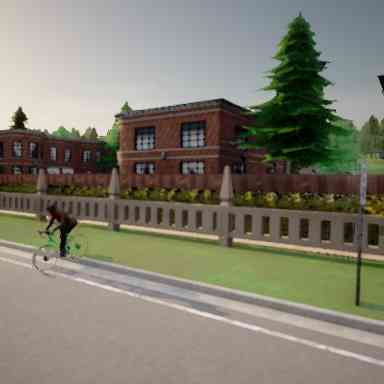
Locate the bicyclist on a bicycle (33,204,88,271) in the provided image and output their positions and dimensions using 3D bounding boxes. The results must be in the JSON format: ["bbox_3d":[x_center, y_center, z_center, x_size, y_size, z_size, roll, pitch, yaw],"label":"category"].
[{"bbox_3d":[-3.412,1.112,8.638,0.582,1.620,1.656,2,10,34],"label":"bicyclist on a bicycle"}]
